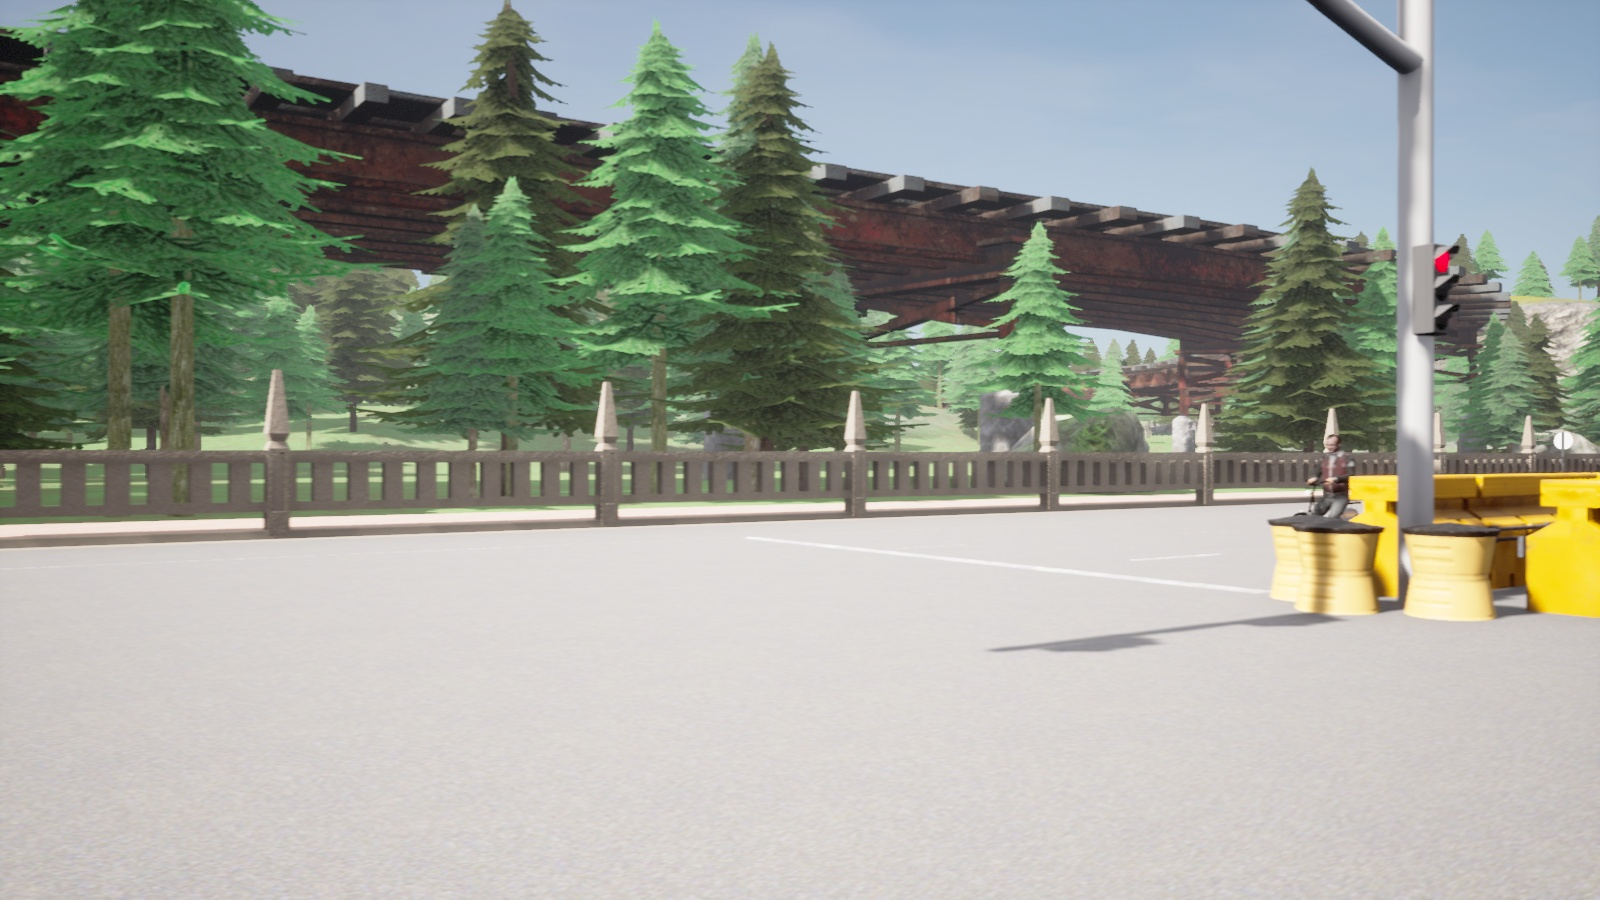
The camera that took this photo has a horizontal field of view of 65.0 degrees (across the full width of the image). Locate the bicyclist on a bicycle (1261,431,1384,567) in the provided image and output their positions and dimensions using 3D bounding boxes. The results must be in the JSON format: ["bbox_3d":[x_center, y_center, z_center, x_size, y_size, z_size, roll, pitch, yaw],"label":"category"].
[{"bbox_3d":[7.160,0.642,17.172,1.843,1.776,0.659,0,0,-35],"label":"bicyclist on a bicycle"}]
